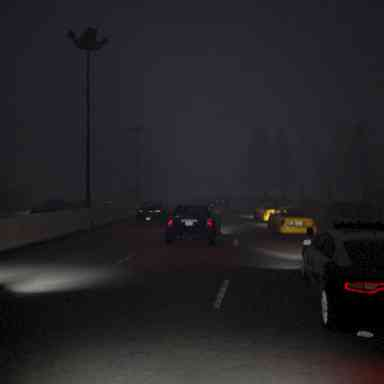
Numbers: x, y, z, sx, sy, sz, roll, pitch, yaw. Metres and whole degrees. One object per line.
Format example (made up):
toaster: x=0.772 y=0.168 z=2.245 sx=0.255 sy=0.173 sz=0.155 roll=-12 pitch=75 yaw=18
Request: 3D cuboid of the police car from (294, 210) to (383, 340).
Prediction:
police car: x=3.403 y=1.410 z=6.762 sx=1.930 sy=1.638 sz=5.238 roll=0 pitch=0 yaw=12

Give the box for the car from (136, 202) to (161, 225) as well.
car: x=-2.536 y=1.418 z=23.084 sx=2.128 sy=1.511 sz=4.902 roll=0 pitch=0 yaw=4

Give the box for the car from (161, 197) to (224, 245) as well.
car: x=0.193 y=1.305 z=15.536 sx=2.097 sy=1.767 sz=4.553 roll=0 pitch=0 yaw=8

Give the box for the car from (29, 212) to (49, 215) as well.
car: x=-12.944 y=1.436 z=30.645 sx=2.033 sy=1.411 sz=5.357 roll=0 pitch=0 yaw=0

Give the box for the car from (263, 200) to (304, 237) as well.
car: x=5.138 y=1.410 z=17.669 sx=1.801 sy=1.575 sz=5.366 roll=0 pitch=0 yaw=6

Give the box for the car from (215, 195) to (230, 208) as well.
car: x=3.679 y=1.222 z=45.565 sx=2.097 sy=1.767 sz=4.553 roll=0 pitch=0 yaw=-9

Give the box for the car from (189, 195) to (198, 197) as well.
car: x=0.353 y=1.297 z=60.617 sx=1.882 sy=1.535 sz=5.008 roll=0 pitch=0 yaw=-19

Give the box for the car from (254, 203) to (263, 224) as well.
car: x=5.653 y=1.392 z=24.229 sx=1.801 sy=1.575 sz=5.366 roll=0 pitch=0 yaw=3

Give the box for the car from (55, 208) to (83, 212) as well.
car: x=-9.529 y=1.428 z=27.599 sx=1.812 sy=1.442 sz=4.674 roll=0 pitch=0 yaw=1
